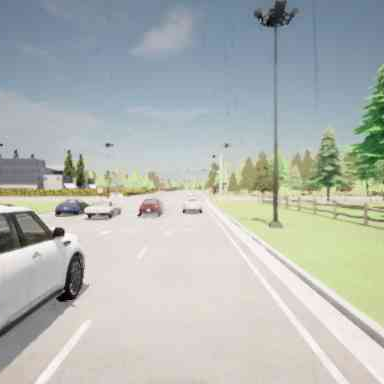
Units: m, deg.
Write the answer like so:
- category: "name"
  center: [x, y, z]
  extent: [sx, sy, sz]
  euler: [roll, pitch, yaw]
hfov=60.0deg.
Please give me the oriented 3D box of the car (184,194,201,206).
- category: "car"
  center: [0.061, 1.049, 45.442]
  extent: [2.128, 1.511, 4.902]
  euler: [0, 0, 0]

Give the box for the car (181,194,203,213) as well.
- category: "car"
  center: [0.039, 1.209, 32.551]
  extent: [1.812, 1.442, 4.674]
  euler: [0, 1, 0]

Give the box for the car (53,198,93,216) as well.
- category: "car"
  center: [-10.409, 1.278, 29.432]
  extent: [1.994, 1.385, 4.181]
  euler: [0, 0, 0]

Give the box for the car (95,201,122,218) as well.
- category: "car"
  center: [-6.909, 1.343, 26.537]
  extent: [1.895, 1.301, 4.718]
  euler: [0, 1, 0]

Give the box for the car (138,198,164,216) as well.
- category: "car"
  center: [-3.410, 1.250, 28.353]
  extent: [1.812, 1.442, 4.674]
  euler: [0, 0, 0]

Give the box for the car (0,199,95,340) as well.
- category: "car"
  center: [-3.403, 1.171, 4.968]
  extent: [2.150, 2.045, 5.566]
  euler: [0, 0, 0]
